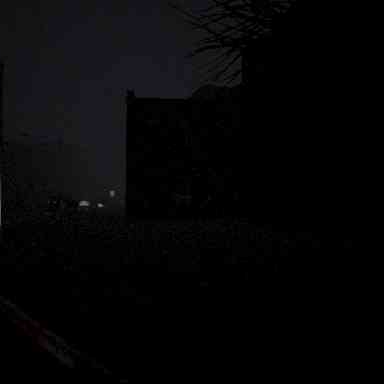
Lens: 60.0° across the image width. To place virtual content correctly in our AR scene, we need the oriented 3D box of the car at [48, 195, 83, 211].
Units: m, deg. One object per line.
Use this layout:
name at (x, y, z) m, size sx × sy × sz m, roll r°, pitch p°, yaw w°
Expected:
car at (-16.750, 1.399, 43.498) m, size 2.150 × 2.045 × 5.566 m, roll 1°, pitch 0°, yaw 2°

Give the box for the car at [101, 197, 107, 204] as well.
car at (-19.503, 1.821, 71.180) m, size 2.128 × 1.511 × 4.902 m, roll 1°, pitch 0°, yaw 2°

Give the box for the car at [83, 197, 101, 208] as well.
car at (-16.522, 1.777, 53.217) m, size 1.812 × 1.442 × 4.674 m, roll 1°, pitch 0°, yaw 2°
